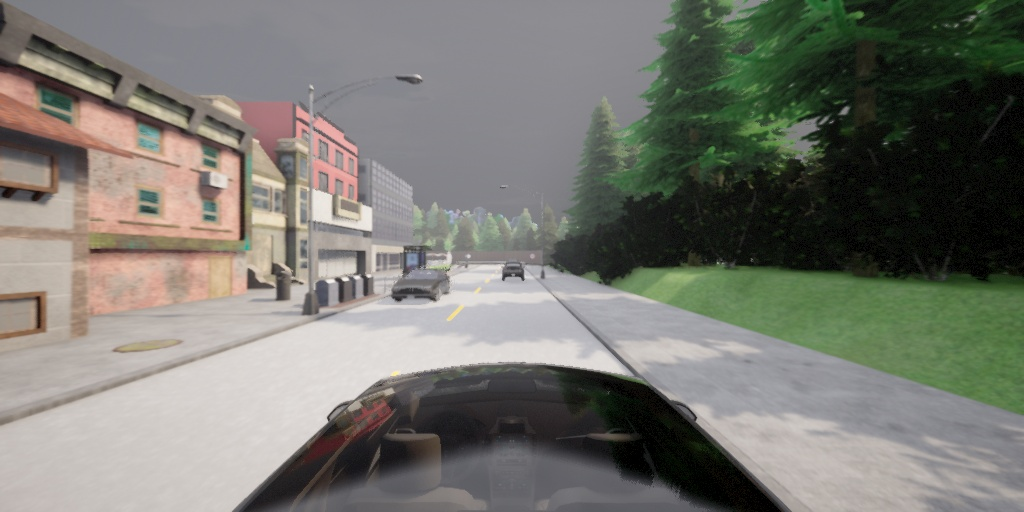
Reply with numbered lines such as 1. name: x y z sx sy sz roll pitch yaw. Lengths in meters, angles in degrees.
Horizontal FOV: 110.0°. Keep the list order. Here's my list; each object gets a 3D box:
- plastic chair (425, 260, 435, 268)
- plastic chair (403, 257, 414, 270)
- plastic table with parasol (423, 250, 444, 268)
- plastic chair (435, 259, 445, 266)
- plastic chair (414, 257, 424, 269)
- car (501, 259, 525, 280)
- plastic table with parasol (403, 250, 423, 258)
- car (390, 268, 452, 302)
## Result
1. plastic chair: -14.252 1.290 62.434 0.750 1.272 0.730 0 0 0
2. plastic chair: -17.302 1.289 59.794 0.750 1.272 0.730 0 0 0
3. plastic table with parasol: -14.092 0.686 63.714 2.482 2.480 2.482 0 0 0
4. plastic chair: -12.842 1.290 63.595 0.730 1.272 0.750 0 0 0
5. plastic chair: -15.892 1.289 60.954 0.730 1.272 0.750 0 0 0
6. car: 0.098 1.262 31.187 1.837 1.490 4.892 0 0 0
7. plastic table with parasol: -17.152 0.685 61.074 2.482 2.480 2.482 0 0 0
8. car: -4.101 1.300 17.177 2.033 1.411 5.357 0 0 0
